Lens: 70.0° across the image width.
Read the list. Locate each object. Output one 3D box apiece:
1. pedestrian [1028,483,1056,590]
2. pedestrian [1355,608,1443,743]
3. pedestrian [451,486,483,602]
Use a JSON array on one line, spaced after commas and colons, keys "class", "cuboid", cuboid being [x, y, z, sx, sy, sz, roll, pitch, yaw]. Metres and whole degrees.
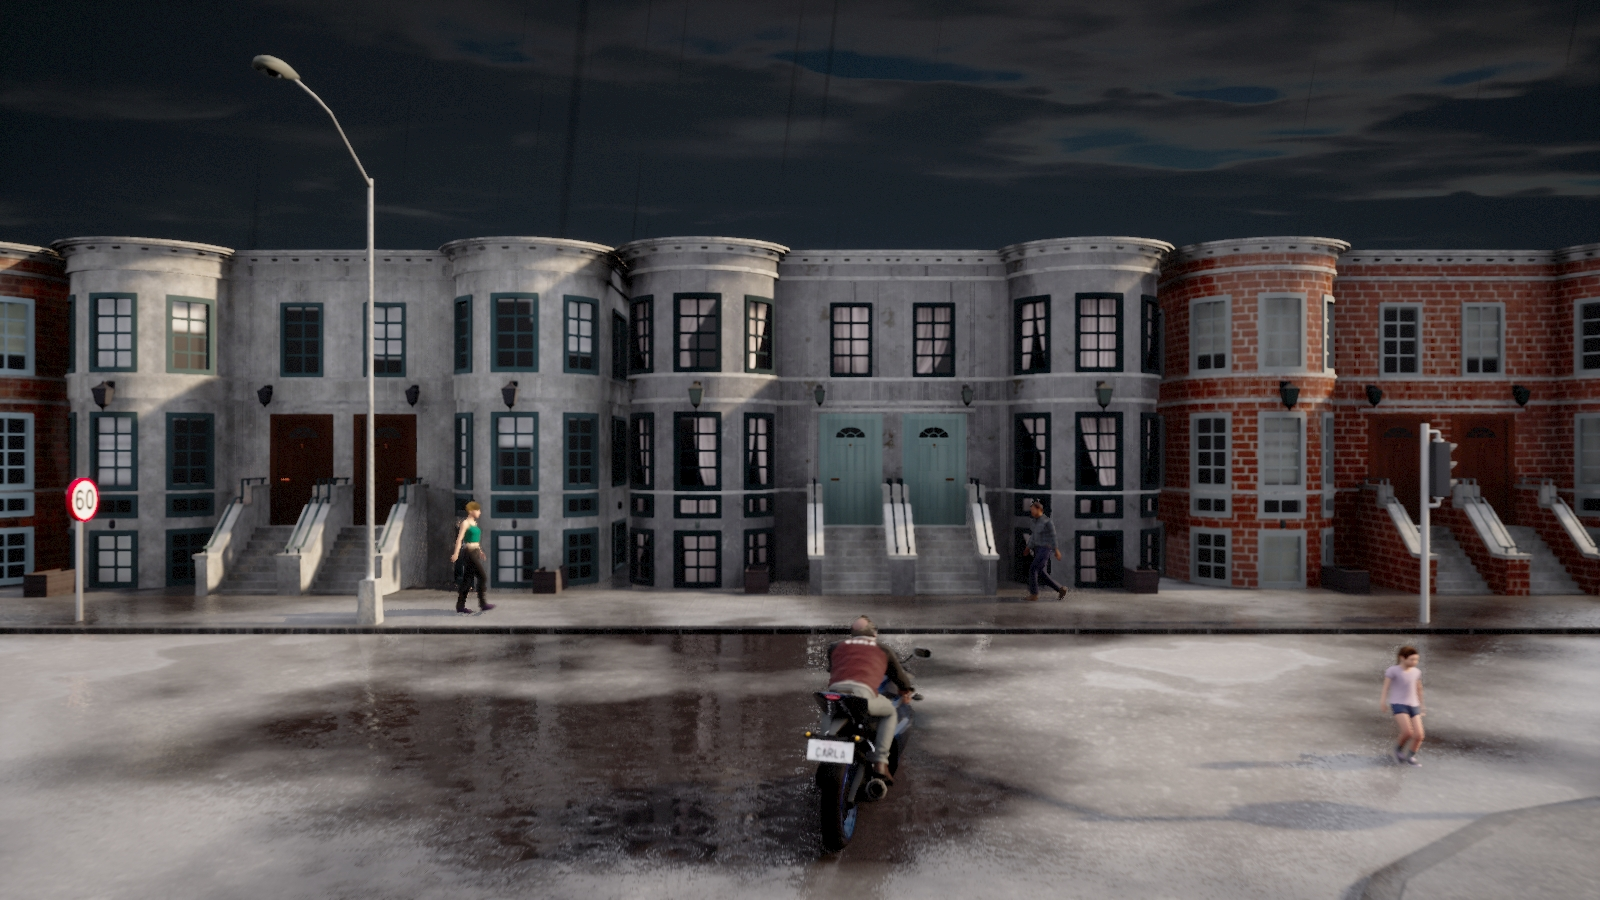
[{"class": "pedestrian", "cuboid": [4.292, 1.523, 20.266, 0.375, 1.860, 0.375, 0, 0, -8]}, {"class": "pedestrian", "cuboid": [5.366, 2.008, 10.251, 0.500, 1.100, 0.500, 0, 0, -9]}, {"class": "pedestrian", "cuboid": [-5.444, 1.524, 18.690, 0.375, 1.860, 0.375, 0, 0, 7]}]
